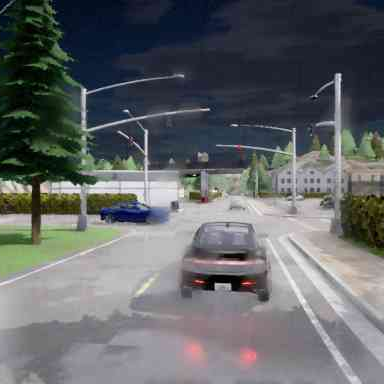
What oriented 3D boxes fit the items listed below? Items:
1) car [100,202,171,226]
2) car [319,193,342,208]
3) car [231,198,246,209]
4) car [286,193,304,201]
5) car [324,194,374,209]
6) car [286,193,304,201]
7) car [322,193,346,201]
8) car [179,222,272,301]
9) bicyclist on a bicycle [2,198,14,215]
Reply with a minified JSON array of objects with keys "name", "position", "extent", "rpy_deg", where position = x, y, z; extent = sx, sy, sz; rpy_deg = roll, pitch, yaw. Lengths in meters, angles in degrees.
[{"name":"car","position":[-3.906,1.477,23.033],"extent":[5.008,1.535,1.882],"rpy_deg":[0,-1,19]},{"name":"car","position":[18.669,1.330,41.703],"extent":[5.027,1.636,2.152],"rpy_deg":[0,0,8]},{"name":"car","position":[6.111,1.526,44.376],"extent":[1.812,1.442,4.674],"rpy_deg":[0,0,8]},{"name":"car","position":[24.424,1.077,78.846],"extent":[3.866,1.878,1.905],"rpy_deg":[0,0,8]},{"name":"car","position":[18.287,1.340,38.589],"extent":[4.514,1.523,2.007],"rpy_deg":[0,0,8]},{"name":"car","position":[23.359,1.361,75.638],"extent":[3.806,1.475,1.970],"rpy_deg":[0,0,8]},{"name":"car","position":[31.761,1.097,74.502],"extent":[4.605,1.855,1.932],"rpy_deg":[0,0,8]},{"name":"car","position":[0.884,1.492,8.373],"extent":[2.128,1.511,4.902],"rpy_deg":[0,0,8]},{"name":"bicyclist on a bicycle","position":[-17.964,1.453,32.495],"extent":[0.582,1.620,1.656],"rpy_deg":[0,0,7]}]
